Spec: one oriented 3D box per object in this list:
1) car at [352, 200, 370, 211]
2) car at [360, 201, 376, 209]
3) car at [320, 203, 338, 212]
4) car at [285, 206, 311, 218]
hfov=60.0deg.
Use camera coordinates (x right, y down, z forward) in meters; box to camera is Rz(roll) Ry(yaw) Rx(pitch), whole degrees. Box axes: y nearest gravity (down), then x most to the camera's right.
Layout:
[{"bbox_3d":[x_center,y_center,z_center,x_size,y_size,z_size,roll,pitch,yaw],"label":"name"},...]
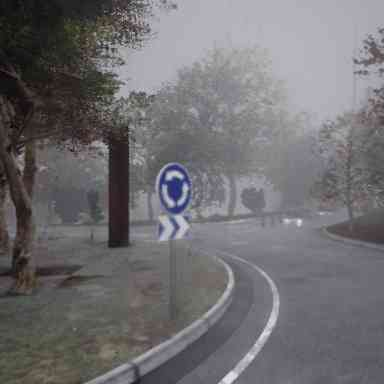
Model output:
[{"bbox_3d":[28.967,2.148,57.271,2.150,2.045,5.566,-1,-1,35],"label":"car"},{"bbox_3d":[34.882,2.595,65.809,2.033,1.411,5.357,-1,-2,35],"label":"car"},{"bbox_3d":[22.303,2.463,53.871,2.033,1.411,5.357,-1,-1,35],"label":"car"},{"bbox_3d":[12.881,2.408,40.328,1.895,1.301,4.718,-1,-1,35],"label":"car"}]
